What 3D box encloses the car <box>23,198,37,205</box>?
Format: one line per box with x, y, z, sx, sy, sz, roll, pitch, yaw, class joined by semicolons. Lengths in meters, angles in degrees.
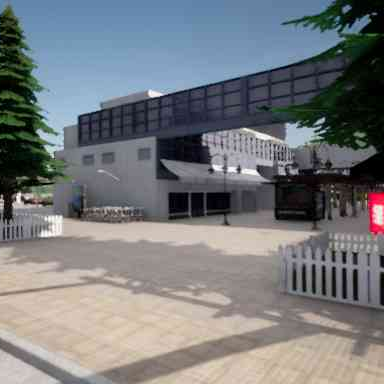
-34.898;2.021;72.501;4.514;1.523;2.007;-1;0;36;car

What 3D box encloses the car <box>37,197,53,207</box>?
-23.699;1.631;56.447;4.605;1.855;1.932;-1;0;36;car
